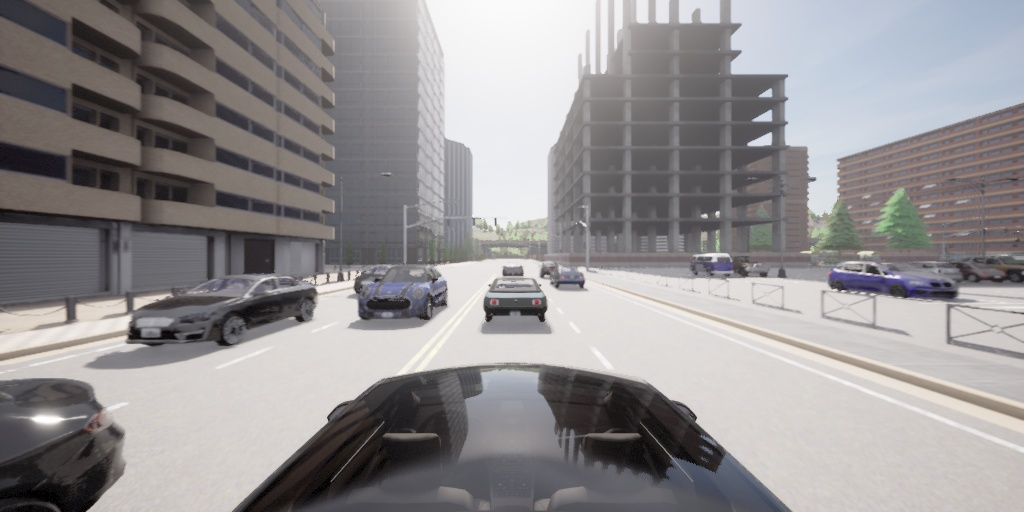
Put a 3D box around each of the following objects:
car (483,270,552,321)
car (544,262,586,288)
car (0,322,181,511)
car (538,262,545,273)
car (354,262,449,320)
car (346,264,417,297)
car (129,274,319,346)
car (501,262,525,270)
[{"bbox_3d":[0.102,1.350,12.427,1.895,1.301,4.718,0,0,0],"label":"car"},{"bbox_3d":[3.566,1.296,23.734,2.033,1.411,5.357,0,0,0],"label":"car"},{"bbox_3d":[-3.591,1.276,0.550,1.812,1.442,4.674,0,0,0],"label":"car"},{"bbox_3d":[3.525,1.253,33.458,1.837,1.490,4.892,0,0,0],"label":"car"},{"bbox_3d":[-3.584,1.101,12.582,2.097,1.767,4.553,0,0,0],"label":"car"},{"bbox_3d":[-7.052,1.242,19.973,2.128,1.511,4.902,0,0,0],"label":"car"},{"bbox_3d":[-7.091,1.243,9.491,2.128,1.511,4.902,0,0,0],"label":"car"},{"bbox_3d":[0.094,1.240,31.059,2.128,1.511,4.902,0,0,0],"label":"car"}]
